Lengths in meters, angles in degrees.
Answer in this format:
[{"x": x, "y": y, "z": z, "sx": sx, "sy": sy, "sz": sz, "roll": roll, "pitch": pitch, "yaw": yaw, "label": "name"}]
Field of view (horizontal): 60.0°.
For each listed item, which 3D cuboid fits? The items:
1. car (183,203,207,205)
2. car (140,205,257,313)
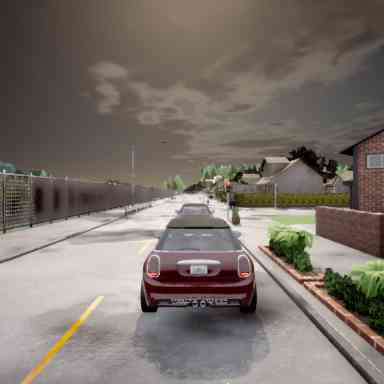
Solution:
[{"x": 0.152, "y": 1.352, "z": 17.538, "sx": 2.097, "sy": 1.767, "sz": 4.553, "roll": 0, "pitch": 0, "yaw": 0, "label": "car"}, {"x": 0.120, "y": 1.352, "z": 7.840, "sx": 2.097, "sy": 1.767, "sz": 4.553, "roll": 0, "pitch": 0, "yaw": 0, "label": "car"}]
